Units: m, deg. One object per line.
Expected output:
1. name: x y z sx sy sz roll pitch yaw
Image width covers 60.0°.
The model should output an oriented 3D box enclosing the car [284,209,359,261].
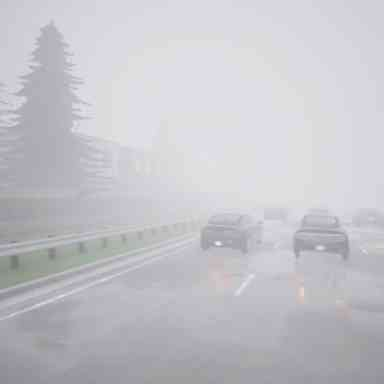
1. car: 5.120 1.659 13.221 2.128 1.511 4.902 0 0 21

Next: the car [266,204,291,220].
1. car: 7.626 1.810 29.601 1.882 1.535 5.008 0 0 21

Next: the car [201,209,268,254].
1. car: 1.863 1.647 14.501 1.837 1.490 4.892 0 0 21

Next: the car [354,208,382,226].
1. car: 13.762 1.939 26.058 1.994 1.385 4.181 0 0 21

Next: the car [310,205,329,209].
1. car: 10.463 1.838 27.239 2.128 1.511 4.902 0 0 21

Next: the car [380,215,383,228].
1. car: 8.432 1.761 12.074 1.994 1.385 4.181 0 0 21
